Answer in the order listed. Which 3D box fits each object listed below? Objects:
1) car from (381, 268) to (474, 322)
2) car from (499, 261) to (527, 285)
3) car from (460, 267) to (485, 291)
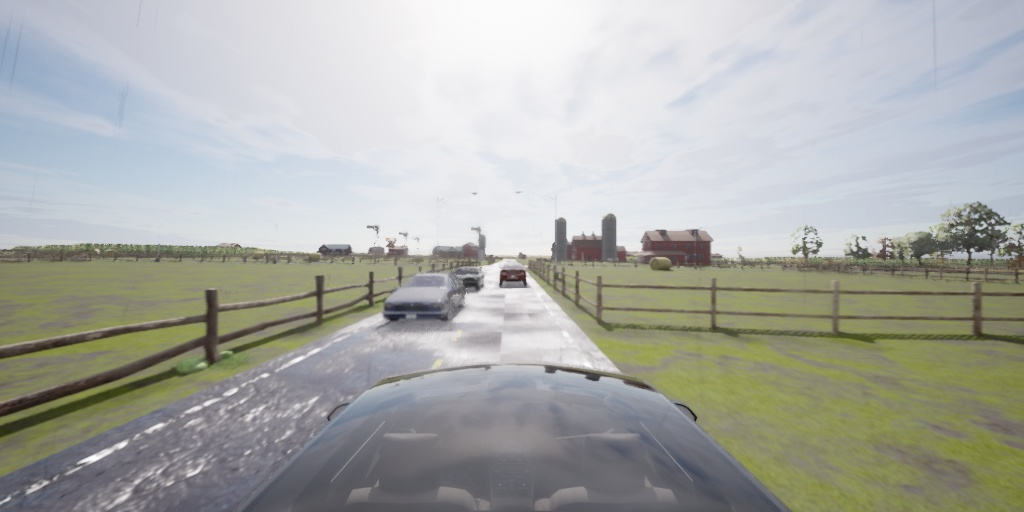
[{"bbox_3d":[-2.772,1.302,12.608,2.033,1.411,5.357,0,0,0],"label":"car"},{"bbox_3d":[0.077,1.239,26.375,1.882,1.535,5.008,0,0,0],"label":"car"},{"bbox_3d":[-2.752,1.360,22.261,1.895,1.301,4.718,0,0,0],"label":"car"}]
